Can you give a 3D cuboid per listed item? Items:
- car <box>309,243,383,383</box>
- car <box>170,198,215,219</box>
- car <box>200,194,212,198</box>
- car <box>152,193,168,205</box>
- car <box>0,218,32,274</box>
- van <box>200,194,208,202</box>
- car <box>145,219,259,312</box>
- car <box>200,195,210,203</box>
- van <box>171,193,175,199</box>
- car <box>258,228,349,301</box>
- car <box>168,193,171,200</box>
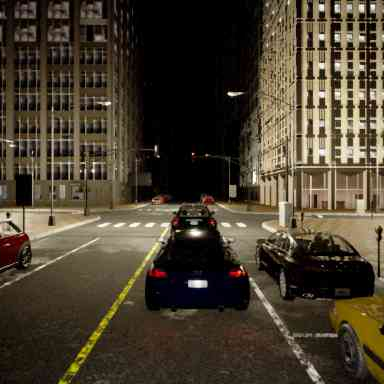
[{"bbox_3d":[2.690,1.525,2.625,1.752,1.417,4.829,0,0,0],"label":"car"},{"bbox_3d":[0.090,1.347,16.412,2.097,1.767,4.553,0,0,0],"label":"car"},{"bbox_3d":[2.761,1.389,57.383,1.967,1.590,4.097,0,0,0],"label":"car"},{"bbox_3d":[-5.811,1.389,57.380,1.967,1.590,4.097,0,0,0],"label":"car"},{"bbox_3d":[-5.692,1.439,8.117,1.967,1.590,4.097,0,0,0],"label":"car"},{"bbox_3d":[2.657,1.252,74.436,1.690,1.788,3.998,0,0,0],"label":"van"},{"bbox_3d":[0.098,1.563,7.779,1.994,1.385,4.181,0,0,0],"label":"car"},{"bbox_3d":[2.660,1.364,68.751,1.967,1.590,4.097,0,0,0],"label":"car"},{"bbox_3d":[-5.725,1.238,80.121,1.690,1.788,3.998,0,0,0],"label":"van"},{"bbox_3d":[2.688,1.550,8.123,2.008,1.369,4.403,0,0,0],"label":"car"},{"bbox_3d":[-5.747,1.252,63.066,2.192,1.841,5.009,0,0,0],"label":"car"}]
